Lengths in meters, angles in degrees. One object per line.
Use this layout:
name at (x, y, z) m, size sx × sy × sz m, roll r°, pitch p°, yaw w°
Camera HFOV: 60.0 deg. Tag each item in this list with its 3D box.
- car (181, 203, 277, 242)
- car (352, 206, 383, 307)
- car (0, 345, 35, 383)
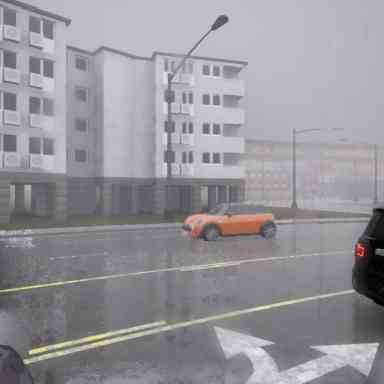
car at (1.788, 1.352, 16.210) m, size 4.553 × 1.767 × 2.097 m, roll 0°, pitch 0°, yaw -21°
car at (5.621, 1.221, 6.262) m, size 5.566 × 2.045 × 2.150 m, roll 0°, pitch 0°, yaw -23°
car at (-3.381, 1.547, 1.190) m, size 5.357 × 1.411 × 2.033 m, roll 0°, pitch 0°, yaw -37°
